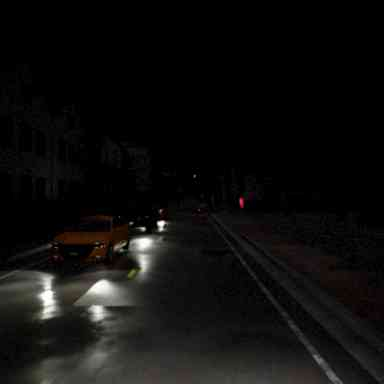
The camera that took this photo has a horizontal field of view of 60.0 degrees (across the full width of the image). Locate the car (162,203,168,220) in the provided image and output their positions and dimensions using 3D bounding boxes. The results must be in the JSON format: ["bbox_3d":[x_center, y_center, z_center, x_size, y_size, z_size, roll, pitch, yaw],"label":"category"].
[{"bbox_3d":[-3.547,1.785,32.463,2.097,1.767,4.553,0,-1,0],"label":"car"}]

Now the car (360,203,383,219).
[{"bbox_3d":[19.076,1.880,33.964,1.970,1.475,3.806,0,-1,0],"label":"car"}]

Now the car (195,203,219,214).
[{"bbox_3d":[2.016,2.160,45.290,1.812,1.442,4.674,-2,-2,28],"label":"car"}]

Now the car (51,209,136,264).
[{"bbox_3d":[-3.596,1.642,12.641,1.882,1.535,5.008,0,-1,0],"label":"car"}]

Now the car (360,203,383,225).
[{"bbox_3d":[15.431,1.849,26.905,2.007,1.523,4.514,0,-1,0],"label":"car"}]

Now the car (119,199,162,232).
[{"bbox_3d":[-3.587,1.521,22.575,2.150,2.045,5.566,0,-1,0],"label":"car"}]
